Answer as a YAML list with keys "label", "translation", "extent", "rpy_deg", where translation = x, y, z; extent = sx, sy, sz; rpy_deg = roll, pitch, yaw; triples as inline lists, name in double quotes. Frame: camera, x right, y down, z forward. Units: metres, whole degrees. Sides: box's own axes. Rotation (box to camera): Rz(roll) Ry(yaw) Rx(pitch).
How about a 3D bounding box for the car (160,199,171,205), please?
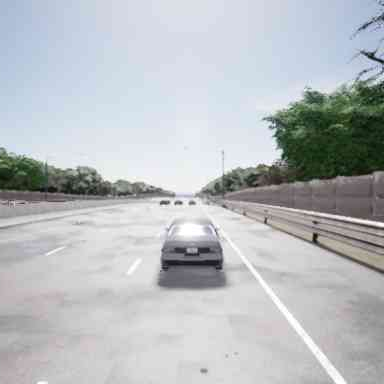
- label: "car"
  translation: [-6.984, 2.557, 82.622]
  extent: [1.837, 1.490, 4.892]
  rpy_deg: [0, -2, 0]

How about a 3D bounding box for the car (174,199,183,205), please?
- label: "car"
  translation: [-3.484, 2.597, 83.036]
  extent: [1.812, 1.442, 4.674]
  rpy_deg: [0, -2, 0]

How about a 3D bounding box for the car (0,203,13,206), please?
- label: "car"
  translation: [-17.507, 1.679, 30.127]
  extent: [2.033, 1.411, 5.357]
  rpy_deg: [0, -1, 0]

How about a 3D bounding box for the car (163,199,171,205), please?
- label: "car"
  translation: [-6.981, 2.765, 93.046]
  extent: [1.882, 1.535, 5.008]
  rpy_deg: [0, -2, 0]

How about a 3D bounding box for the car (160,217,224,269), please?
- label: "car"
  translation: [0.002, 1.553, 11.080]
  extent: [2.033, 1.411, 5.357]
  rpy_deg: [0, 0, 0]

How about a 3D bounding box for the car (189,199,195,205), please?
- label: "car"
  translation: [0.019, 2.787, 93.043]
  extent: [1.837, 1.490, 4.892]
  rpy_deg: [0, -2, 0]

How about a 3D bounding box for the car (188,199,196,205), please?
- label: "car"
  translation: [0.016, 2.669, 83.063]
  extent: [1.895, 1.301, 4.718]
  rpy_deg: [0, -2, 0]

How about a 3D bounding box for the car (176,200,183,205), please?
- label: "car"
  translation: [-3.481, 2.840, 93.042]
  extent: [1.994, 1.385, 4.181]
  rpy_deg: [0, -2, 0]
